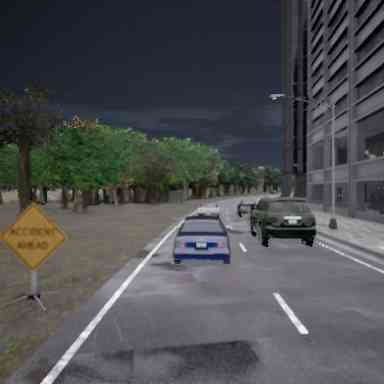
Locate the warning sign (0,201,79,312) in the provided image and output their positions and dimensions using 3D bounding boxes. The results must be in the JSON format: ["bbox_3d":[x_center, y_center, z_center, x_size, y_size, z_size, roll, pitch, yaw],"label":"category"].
[{"bbox_3d":[-2.966,1.125,6.247,1.300,1.860,1.060,1,0,1],"label":"warning sign"}]

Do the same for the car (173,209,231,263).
[{"bbox_3d":[0.376,1.566,12.028,2.033,1.411,5.357,0,0,2],"label":"car"}]

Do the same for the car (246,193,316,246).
[{"bbox_3d":[4.049,1.246,15.597,2.150,2.045,5.566,0,0,3],"label":"car"}]

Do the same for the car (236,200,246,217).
[{"bbox_3d":[5.250,1.500,31.587,2.128,1.511,4.902,0,0,6],"label":"car"}]

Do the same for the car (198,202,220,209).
[{"bbox_3d":[1.611,1.607,30.410,1.895,1.301,4.718,0,0,6],"label":"car"}]
